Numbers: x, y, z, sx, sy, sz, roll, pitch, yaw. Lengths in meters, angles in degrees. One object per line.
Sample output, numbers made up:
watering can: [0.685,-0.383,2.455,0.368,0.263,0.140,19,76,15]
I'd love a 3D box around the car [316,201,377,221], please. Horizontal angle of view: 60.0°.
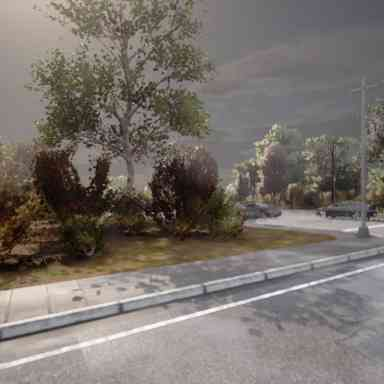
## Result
car: [12.967,1.564,28.187,1.837,1.490,4.892,1,-1,-38]

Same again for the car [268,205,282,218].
car: [6.010,1.646,30.805,1.837,1.490,4.892,0,-1,-41]

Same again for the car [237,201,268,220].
car: [3.649,1.640,28.182,1.837,1.490,4.892,0,-1,-41]

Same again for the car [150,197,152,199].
car: [-6.108,1.832,52.976,5.566,2.045,2.150,-2,-1,40]
